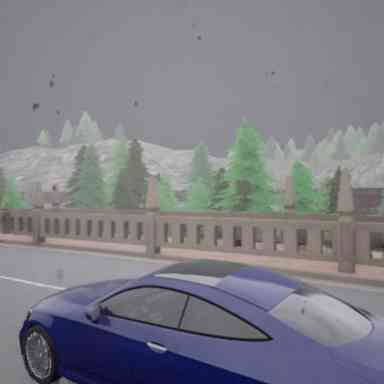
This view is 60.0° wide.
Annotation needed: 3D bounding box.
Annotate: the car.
[{"bbox_3d":[-0.039,1.537,3.791,4.674,1.442,1.812,-1,0,34],"label":"car"}]
